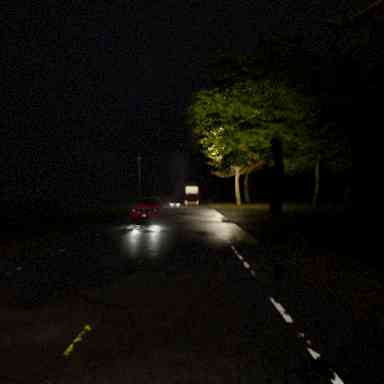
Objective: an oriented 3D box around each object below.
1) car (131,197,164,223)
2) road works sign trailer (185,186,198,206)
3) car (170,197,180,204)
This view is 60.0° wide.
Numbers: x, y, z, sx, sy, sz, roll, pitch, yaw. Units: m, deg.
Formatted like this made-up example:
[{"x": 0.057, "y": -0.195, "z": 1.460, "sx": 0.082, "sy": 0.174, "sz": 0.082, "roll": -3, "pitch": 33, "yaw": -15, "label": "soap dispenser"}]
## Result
[{"x": -3.611, "y": 1.444, "z": 27.845, "sx": 2.150, "sy": 2.045, "sz": 5.566, "roll": 0, "pitch": -1, "yaw": 0, "label": "car"}, {"x": -0.021, "y": 0.716, "z": 62.260, "sx": 2.380, "sy": 3.560, "sz": 2.880, "roll": 0, "pitch": 0, "yaw": 0, "label": "road works sign trailer"}, {"x": -3.524, "y": 1.732, "z": 69.071, "sx": 1.994, "sy": 1.385, "sz": 4.181, "roll": 0, "pitch": 1, "yaw": 0, "label": "car"}]
